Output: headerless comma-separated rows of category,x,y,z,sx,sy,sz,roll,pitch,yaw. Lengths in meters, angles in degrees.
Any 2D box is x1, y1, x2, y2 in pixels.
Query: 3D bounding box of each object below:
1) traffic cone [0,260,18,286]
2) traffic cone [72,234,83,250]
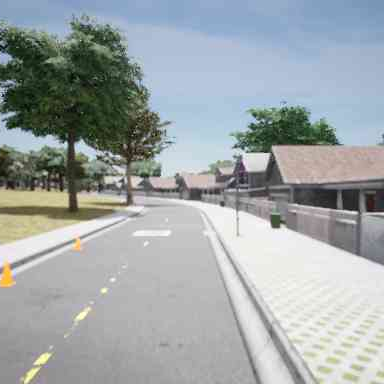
traffic cone,-4.468,1.944,8.039,0.340,0.580,0.340,0,0,0
traffic cone,-4.464,1.937,13.039,0.340,0.580,0.340,0,0,0
